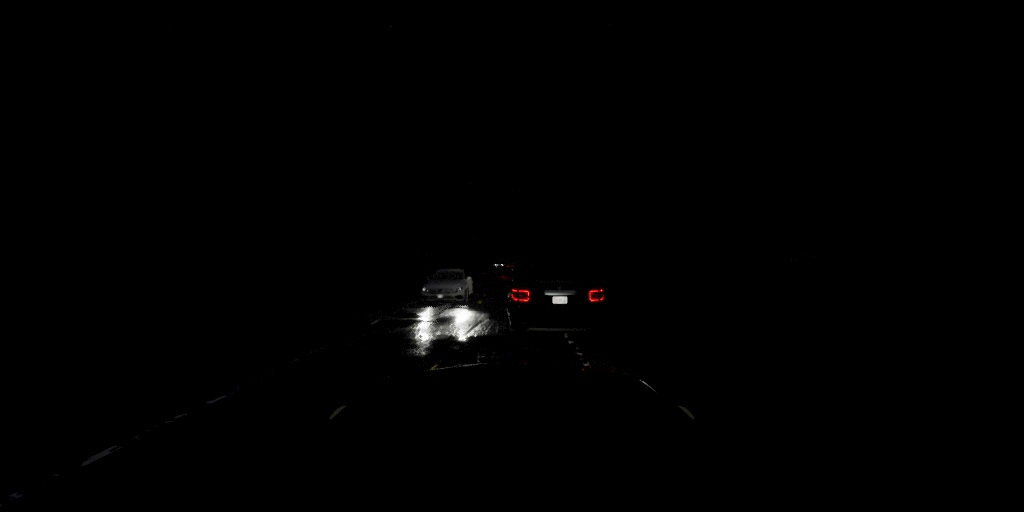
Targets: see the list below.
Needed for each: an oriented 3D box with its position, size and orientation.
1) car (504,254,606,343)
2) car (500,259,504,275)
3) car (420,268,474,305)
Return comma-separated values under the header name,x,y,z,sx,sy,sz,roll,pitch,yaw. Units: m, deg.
name,x,y,z,sx,sy,sz,roll,pitch,yaw
car,0.957,0.975,9.858,2.150,2.045,5.566,0,0,0
car,0.036,1.222,38.246,1.882,1.535,5.008,0,0,0
car,-2.763,1.275,16.115,1.812,1.442,4.674,0,0,0
